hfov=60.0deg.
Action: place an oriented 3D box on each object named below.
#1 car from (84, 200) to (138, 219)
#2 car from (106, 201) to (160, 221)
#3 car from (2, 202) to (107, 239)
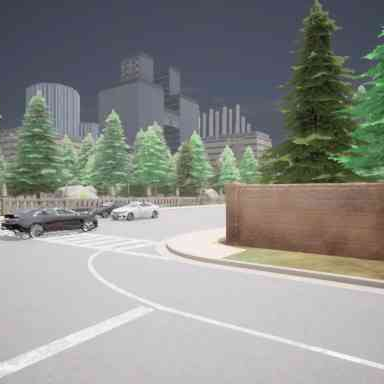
[{"bbox_3d":[-7.164,1.526,29.973,1.812,1.442,4.674,0,0,35],"label":"car"},{"bbox_3d":[-4.582,1.526,27.562,1.812,1.442,4.674,0,0,35],"label":"car"},{"bbox_3d":[-7.302,1.491,17.619,2.128,1.511,4.902,0,0,38],"label":"car"}]
